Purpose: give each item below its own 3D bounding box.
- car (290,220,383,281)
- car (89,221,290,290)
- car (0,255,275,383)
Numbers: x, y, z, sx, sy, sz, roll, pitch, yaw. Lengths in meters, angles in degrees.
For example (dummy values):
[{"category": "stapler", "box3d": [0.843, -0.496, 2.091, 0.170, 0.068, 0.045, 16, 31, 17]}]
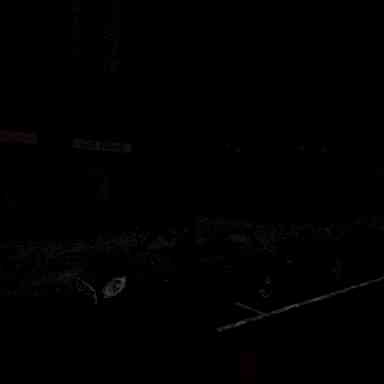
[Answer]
[{"category": "car", "box3d": [4.329, 1.543, 9.864, 4.507, 1.381, 1.887, 0, 1, -36]}, {"category": "car", "box3d": [-0.244, 1.440, 6.589, 4.097, 1.590, 1.967, 0, 1, -36]}, {"category": "car", "box3d": [-2.024, 1.548, 1.931, 5.357, 1.411, 2.033, 0, 0, -36]}]
